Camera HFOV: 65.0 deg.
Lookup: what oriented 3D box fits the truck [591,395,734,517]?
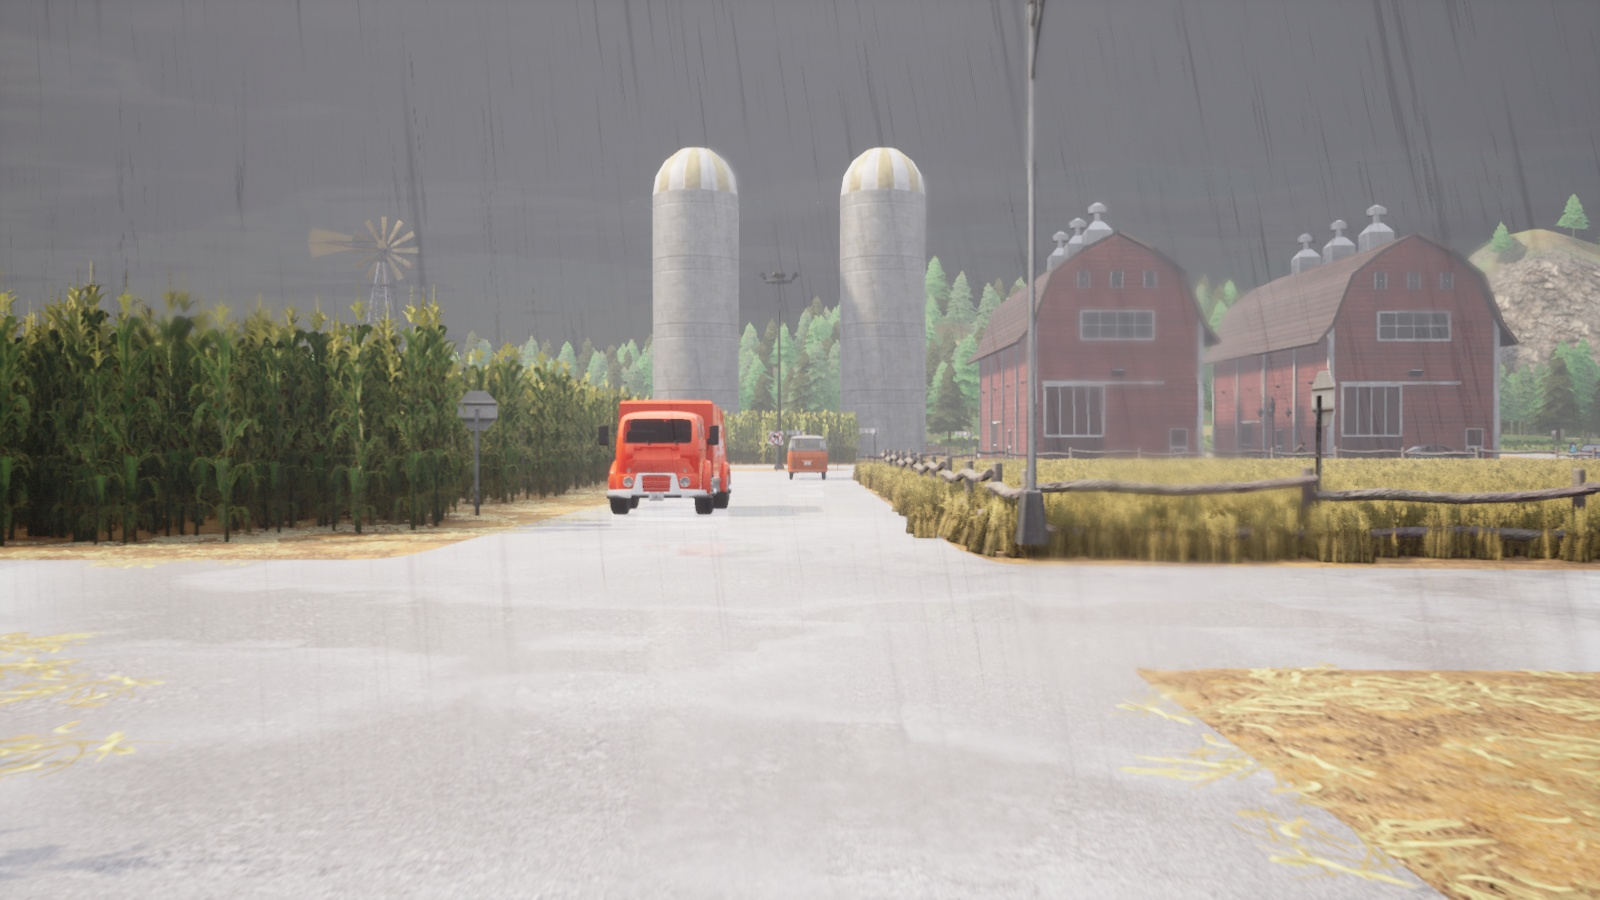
[{"bbox_3d":[-2.928,0.130,28.131,2.627,2.467,5.204,0,0,0],"label":"truck"}]

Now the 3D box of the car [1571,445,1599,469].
[{"bbox_3d":[50.110,0.400,79.067,1.812,1.442,4.674,1,1,42],"label":"car"}]

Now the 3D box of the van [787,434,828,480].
[{"bbox_3d":[0.340,0.293,57.215,1.775,1.987,4.442,0,0,0],"label":"van"}]

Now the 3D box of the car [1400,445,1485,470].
[{"bbox_3d":[38.553,0.441,75.443,4.193,1.474,1.816,0,0,6],"label":"car"}]
